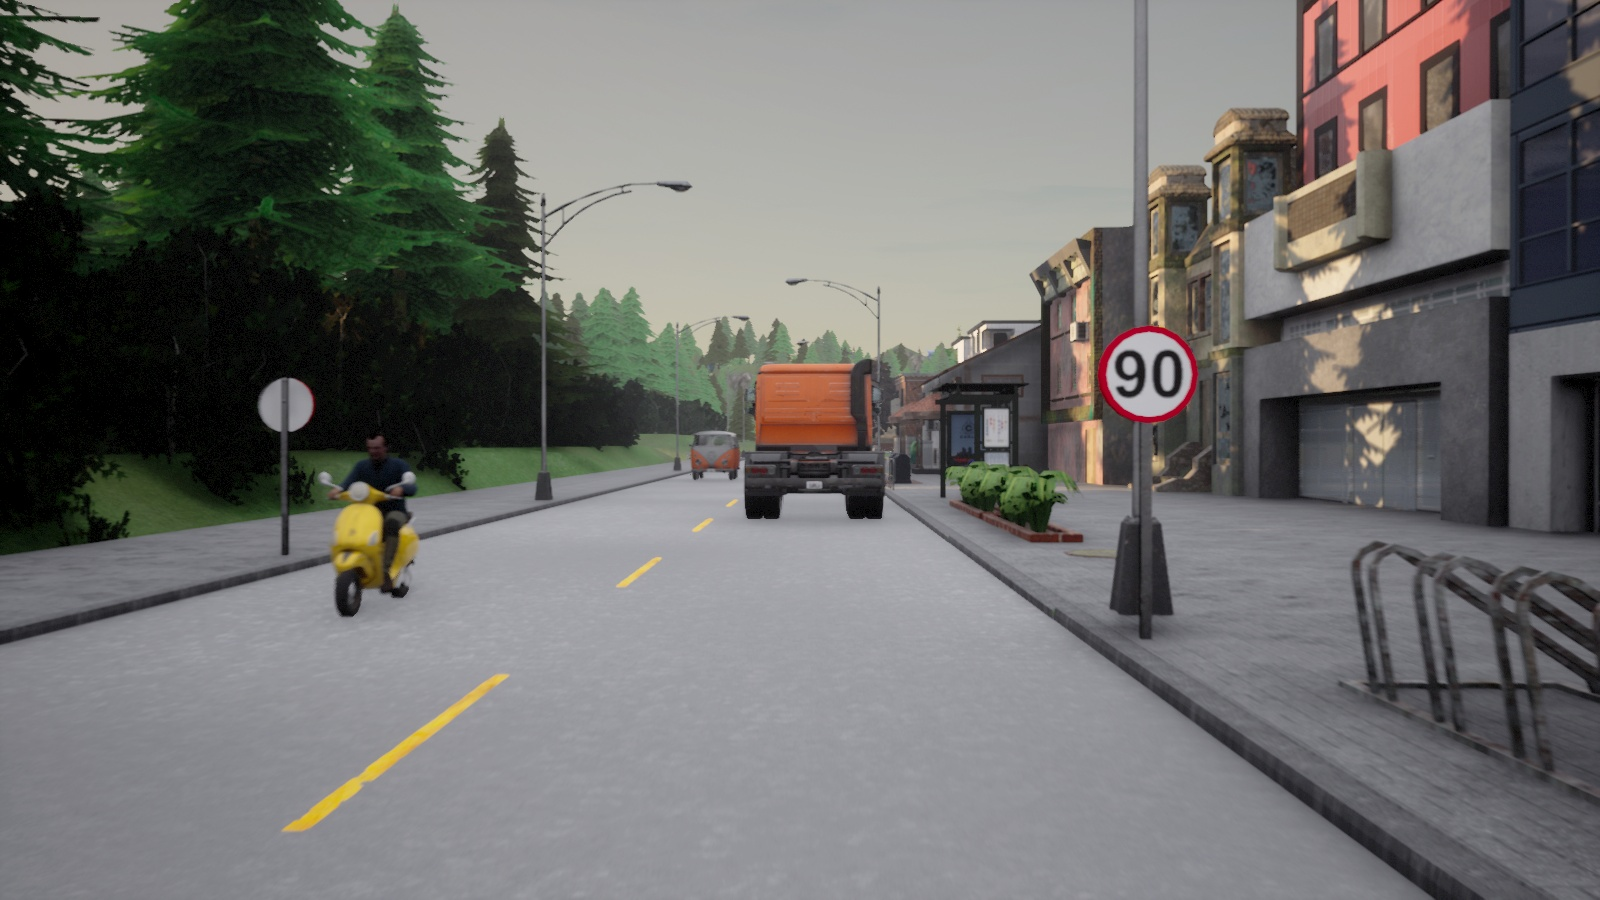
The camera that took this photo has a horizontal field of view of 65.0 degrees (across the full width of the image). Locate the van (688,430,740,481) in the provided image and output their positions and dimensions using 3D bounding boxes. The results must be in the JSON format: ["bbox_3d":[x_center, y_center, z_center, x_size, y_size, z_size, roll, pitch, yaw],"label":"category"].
[{"bbox_3d":[-3.470,0.206,51.192,1.775,1.987,4.442,0,1,1],"label":"van"}]

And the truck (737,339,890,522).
[{"bbox_3d":[0.296,-0.391,27.683,2.891,3.462,7.936,0,0,1],"label":"truck"}]

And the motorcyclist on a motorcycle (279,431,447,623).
[{"bbox_3d":[-3.869,0.633,11.298,0.866,1.590,1.817,0,0,1],"label":"motorcyclist on a motorcycle"}]
